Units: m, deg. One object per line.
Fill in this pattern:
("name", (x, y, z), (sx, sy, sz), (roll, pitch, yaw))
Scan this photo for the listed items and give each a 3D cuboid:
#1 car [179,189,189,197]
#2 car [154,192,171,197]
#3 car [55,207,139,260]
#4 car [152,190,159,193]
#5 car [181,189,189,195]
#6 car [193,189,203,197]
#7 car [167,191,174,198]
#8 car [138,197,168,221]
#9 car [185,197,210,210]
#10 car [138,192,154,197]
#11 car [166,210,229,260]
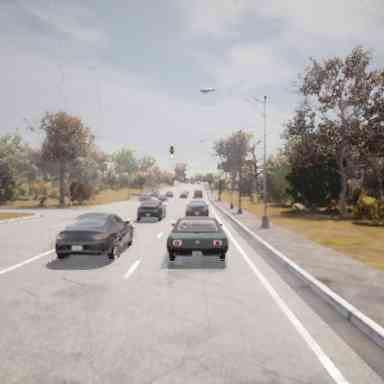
("car", (-1.988, 0.686, 79.423), (1.895, 1.301, 4.718), (0, 3, 1))
("car", (-5.818, 1.183, 65.264), (1.812, 1.442, 4.674), (0, 1, 2))
("car", (-3.326, 1.464, 11.982), (1.812, 1.442, 4.674), (0, 0, 1))
("car", (-8.958, 0.369, 80.827), (2.097, 1.767, 4.553), (0, 3, 1))
("car", (-1.763, -0.040, 89.419), (1.895, 1.301, 4.718), (0, 3, 1))
("car", (1.502, 0.341, 78.908), (2.150, 2.045, 5.566), (0, 3, 1))
("car", (-5.459, 0.494, 80.727), (1.882, 1.535, 5.008), (0, 3, 1))
("car", (-3.073, 1.373, 25.908), (1.837, 1.490, 4.892), (0, 0, 1))
("car", (0.427, 1.392, 26.458), (1.812, 1.442, 4.674), (0, 0, 1))
("car", (-9.319, 1.158, 65.341), (1.837, 1.490, 4.892), (0, 1, 2))
("car", (0.189, 1.539, 12.124), (1.895, 1.301, 4.718), (0, 0, 1))
